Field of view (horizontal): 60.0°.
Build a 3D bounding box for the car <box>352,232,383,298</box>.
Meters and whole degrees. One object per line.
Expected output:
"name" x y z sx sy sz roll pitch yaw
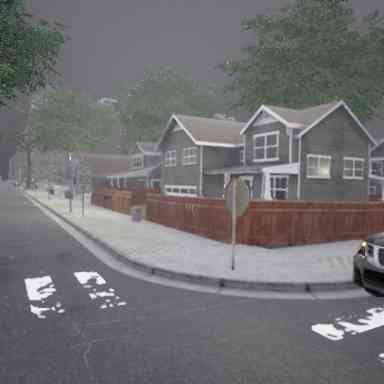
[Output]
"car" 5.865 1.148 6.703 5.566 2.045 2.150 0 2 -25
